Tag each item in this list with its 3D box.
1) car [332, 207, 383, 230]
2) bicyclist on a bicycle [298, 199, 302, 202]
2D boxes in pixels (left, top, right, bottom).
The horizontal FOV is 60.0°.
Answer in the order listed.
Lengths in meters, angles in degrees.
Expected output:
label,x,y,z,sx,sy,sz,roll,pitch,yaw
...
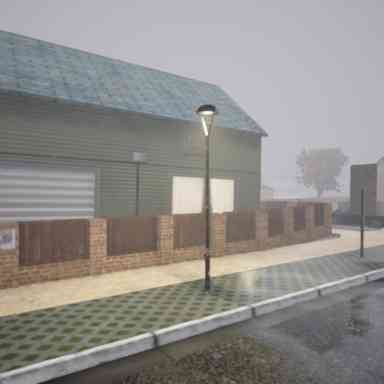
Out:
label,x,y,z,sx,sy,sz,roll,pitch,yaw
car,10.413,1.603,20.545,1.895,1.301,4.718,2,-1,-29
bicyclist on a bicycle,10.254,1.483,31.682,1.656,1.620,0.582,1,-1,-34
